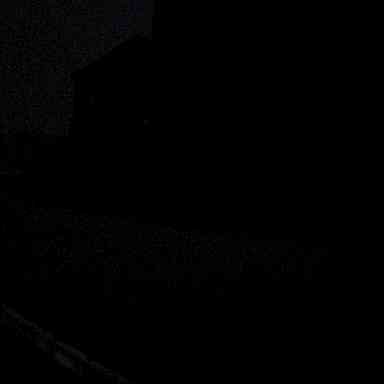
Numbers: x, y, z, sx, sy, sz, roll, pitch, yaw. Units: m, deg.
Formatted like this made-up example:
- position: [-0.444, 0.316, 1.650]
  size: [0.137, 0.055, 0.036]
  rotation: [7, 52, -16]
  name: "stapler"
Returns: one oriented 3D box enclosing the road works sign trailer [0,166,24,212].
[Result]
- position: [-15.284, -0.255, 26.715]
  size: [2.880, 3.560, 2.380]
  rotation: [6, 8, 26]
  name: "road works sign trailer"
